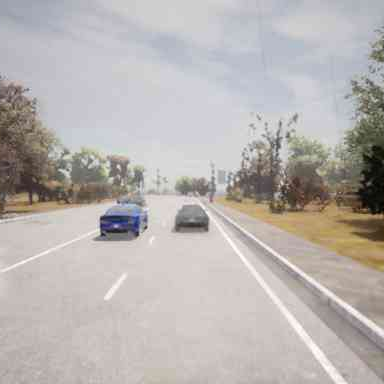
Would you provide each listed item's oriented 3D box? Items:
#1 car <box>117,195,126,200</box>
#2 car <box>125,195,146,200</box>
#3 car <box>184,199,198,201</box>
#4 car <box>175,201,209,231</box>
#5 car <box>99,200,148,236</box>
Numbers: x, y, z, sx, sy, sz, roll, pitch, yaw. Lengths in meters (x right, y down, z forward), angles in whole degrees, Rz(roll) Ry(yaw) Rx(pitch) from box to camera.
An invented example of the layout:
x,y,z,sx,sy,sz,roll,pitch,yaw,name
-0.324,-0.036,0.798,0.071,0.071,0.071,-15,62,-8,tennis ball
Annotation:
x,y,z,sx,sy,sz,roll,pitch,yaw,name
-10.860,1.265,53.738,2.128,1.511,4.902,0,0,0,car
-7.330,1.314,45.128,1.837,1.490,4.892,0,0,0,car
-0.107,1.436,38.291,1.895,1.301,4.718,0,0,0,car
-0.002,1.477,20.153,1.994,1.385,4.181,0,0,0,car
-3.488,1.402,17.749,1.882,1.535,5.008,0,0,0,car
